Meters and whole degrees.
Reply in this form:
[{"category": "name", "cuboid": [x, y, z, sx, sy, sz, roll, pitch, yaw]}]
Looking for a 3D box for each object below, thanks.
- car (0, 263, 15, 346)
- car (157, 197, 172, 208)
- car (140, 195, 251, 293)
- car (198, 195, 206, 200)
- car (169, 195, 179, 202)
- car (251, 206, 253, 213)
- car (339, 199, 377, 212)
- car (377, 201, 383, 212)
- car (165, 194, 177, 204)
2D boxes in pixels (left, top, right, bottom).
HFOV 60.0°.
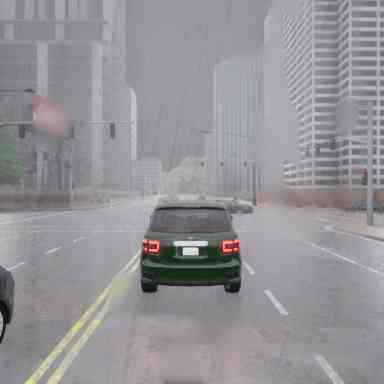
[{"category": "car", "cuboid": [-3.616, 1.505, 3.180, 1.837, 1.490, 4.892, 0, 0, -1]}, {"category": "car", "cuboid": [-3.961, 1.478, 48.373, 1.882, 1.535, 5.008, 0, 0, -2]}, {"category": "car", "cuboid": [-0.022, 1.221, 9.003, 2.150, 2.045, 5.566, 0, 0, 0]}, {"category": "car", "cuboid": [2.724, 1.500, 90.613, 1.837, 1.490, 4.892, 0, 0, 0]}, {"category": "car", "cuboid": [-4.156, 1.540, 76.753, 2.033, 1.411, 5.357, 0, 0, 0]}, {"category": "car", "cuboid": [3.514, 1.477, 32.565, 5.008, 1.535, 1.882, 0, 1, 31]}, {"category": "car", "cuboid": [19.460, 1.547, 37.372, 5.357, 1.411, 2.033, 0, 0, -1]}, {"category": "car", "cuboid": [22.129, 1.477, 33.907, 5.008, 1.535, 1.882, 0, 0, -1]}, {"category": "car", "cuboid": [-4.094, 1.351, 65.898, 2.097, 1.767, 4.553, 0, 0, 0]}]
